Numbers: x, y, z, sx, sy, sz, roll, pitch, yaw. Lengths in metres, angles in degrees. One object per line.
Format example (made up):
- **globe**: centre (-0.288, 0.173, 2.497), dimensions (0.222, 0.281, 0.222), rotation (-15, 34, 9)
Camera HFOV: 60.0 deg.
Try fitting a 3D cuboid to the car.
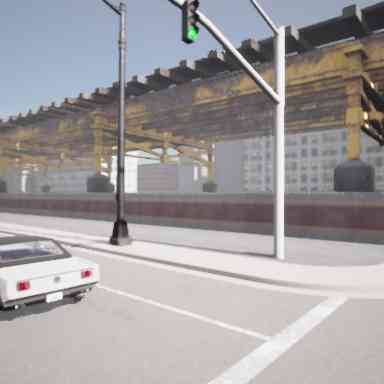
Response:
- **car**: centre (-4.232, 1.674, 7.652), dimensions (4.718, 1.301, 1.895), rotation (0, -1, 41)
